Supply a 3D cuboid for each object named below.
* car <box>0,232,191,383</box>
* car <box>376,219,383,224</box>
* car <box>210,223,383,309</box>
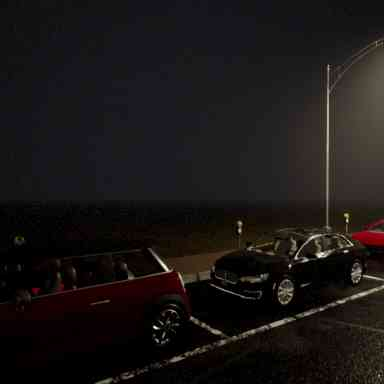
[{"bbox_3d":[-2.094,1.440,4.593,4.097,1.590,1.967,0,1,-35],"label":"car"},{"bbox_3d":[6.920,1.548,11.023,4.507,1.381,1.887,0,1,-35],"label":"car"},{"bbox_3d":[2.412,1.552,7.808,4.403,1.369,2.008,0,1,-35],"label":"car"}]
